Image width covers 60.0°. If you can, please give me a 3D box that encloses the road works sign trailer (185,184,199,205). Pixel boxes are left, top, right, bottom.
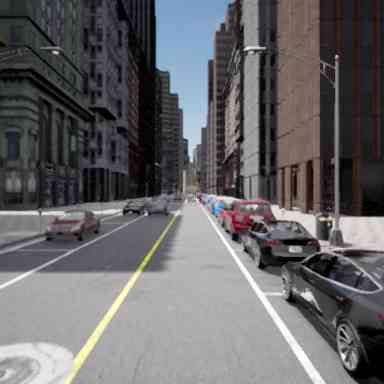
[{"bbox_3d":[-0.007,0.445,59.431,2.380,3.560,2.880,0,0,0],"label":"road works sign trailer"}]

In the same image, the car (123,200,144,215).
[{"bbox_3d":[-5.773,1.549,33.514,1.947,1.339,4.313,0,0,0],"label":"car"}]

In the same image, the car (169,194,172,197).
[{"bbox_3d":[-5.785,1.295,67.330,2.192,1.841,5.009,0,0,0],"label":"car"}]

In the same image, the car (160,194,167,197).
[{"bbox_3d":[-5.782,1.546,56.058,1.947,1.339,4.313,0,0,0],"label":"car"}]

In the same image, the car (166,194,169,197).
[{"bbox_3d":[-5.784,1.525,61.694,1.887,1.381,4.507,0,0,0],"label":"car"}]

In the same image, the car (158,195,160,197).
[{"bbox_3d":[-5.777,1.421,44.786,1.967,1.590,4.097,0,0,0],"label":"car"}]

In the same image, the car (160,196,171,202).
[{"bbox_3d":[-5.789,1.546,72.967,1.947,1.339,4.313,0,0,0],"label":"car"}]

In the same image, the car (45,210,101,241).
[{"bbox_3d":[-5.766,1.573,16.604,1.802,1.307,4.206,0,0,0],"label":"car"}]

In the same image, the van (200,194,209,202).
[{"bbox_3d":[2.737,1.321,72.980,1.690,1.788,3.998,0,0,0],"label":"van"}]

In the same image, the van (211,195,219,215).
[{"bbox_3d":[2.755,1.327,27.887,1.690,1.788,3.998,0,0,0],"label":"van"}]

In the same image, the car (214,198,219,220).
[{"bbox_3d":[2.757,1.429,22.251,1.967,1.590,4.097,0,0,0],"label":"car"}]

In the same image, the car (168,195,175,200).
[{"bbox_3d":[-5.797,1.524,95.345,1.752,1.417,4.829,0,0,0],"label":"car"}]

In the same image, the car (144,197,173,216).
[{"bbox_3d":[-3.109,1.489,31.879,1.837,1.490,4.892,0,0,0],"label":"car"}]

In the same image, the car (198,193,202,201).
[{"bbox_3d":[2.739,1.420,67.343,1.967,1.590,4.097,0,0,0],"label":"car"}]

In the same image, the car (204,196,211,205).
[{"bbox_3d":[2.750,1.507,39.330,1.752,1.417,4.829,0,0,0],"label":"car"}]

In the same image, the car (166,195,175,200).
[{"bbox_3d":[-5.795,1.531,89.876,2.008,1.369,4.403,0,0,0],"label":"car"}]

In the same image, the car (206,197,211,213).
[{"bbox_3d":[2.752,1.534,33.524,2.008,1.369,4.403,0,0,0],"label":"car"}]

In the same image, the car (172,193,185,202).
[{"bbox_3d":[-3.029,1.514,73.094,1.895,1.301,4.718,0,0,0],"label":"car"}]

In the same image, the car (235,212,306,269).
[{"bbox_3d":[2.761,1.559,10.977,1.947,1.339,4.313,0,0,0],"label":"car"}]

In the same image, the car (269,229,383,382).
[{"bbox_3d":[2.763,1.562,5.340,1.947,1.339,4.313,0,0,0],"label":"car"}]

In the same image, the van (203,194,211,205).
[{"bbox_3d":[2.748,1.322,44.797,1.690,1.788,3.998,0,0,0],"label":"van"}]

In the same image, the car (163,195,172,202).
[{"bbox_3d":[-5.790,1.420,78.604,1.967,1.590,4.097,0,0,0],"label":"car"}]

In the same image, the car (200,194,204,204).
[{"bbox_3d":[2.744,1.421,56.070,1.967,1.590,4.097,0,0,0],"label":"car"}]

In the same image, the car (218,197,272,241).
[{"bbox_3d":[2.760,1.306,16.613,2.192,1.841,5.009,0,0,0],"label":"car"}]
